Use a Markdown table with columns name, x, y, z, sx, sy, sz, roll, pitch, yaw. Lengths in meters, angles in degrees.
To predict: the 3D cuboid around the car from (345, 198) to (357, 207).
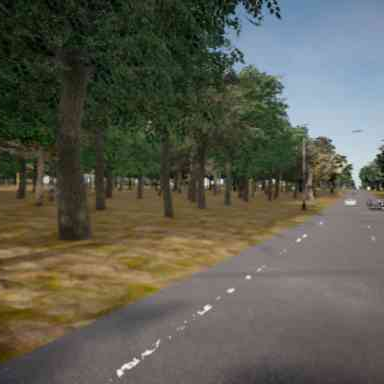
| name | x | y | z | sx | sy | sz | roll | pitch | yaw |
| --- | --- | --- | --- | --- | --- | --- | --- | --- | --- |
| car | 28.791 | 1.905 | 60.354 | 1.812 | 1.442 | 4.674 | 0 | 0 | 27 |

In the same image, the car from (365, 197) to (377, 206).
| name | x | y | z | sx | sy | sz | roll | pitch | yaw |
| --- | --- | --- | --- | --- | --- | --- | --- | --- | --- |
| car | 35.081 | 1.838 | 65.153 | 1.837 | 1.490 | 4.892 | 0 | 1 | 26 |

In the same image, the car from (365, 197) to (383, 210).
| name | x | y | z | sx | sy | sz | roll | pitch | yaw |
| --- | --- | --- | --- | --- | --- | --- | --- | --- | --- |
| car | 27.575 | 1.915 | 49.761 | 2.128 | 1.511 | 4.902 | 0 | 0 | 26 |
